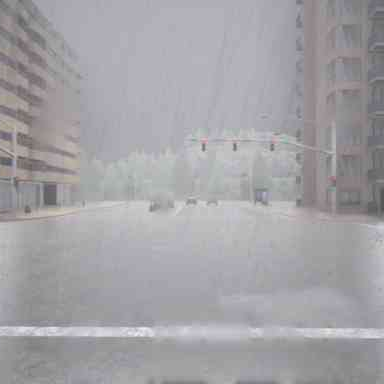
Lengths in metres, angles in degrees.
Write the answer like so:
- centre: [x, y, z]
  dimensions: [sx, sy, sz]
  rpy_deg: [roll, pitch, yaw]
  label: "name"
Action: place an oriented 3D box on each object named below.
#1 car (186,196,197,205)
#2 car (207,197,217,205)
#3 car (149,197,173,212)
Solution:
- centre: [-0.044, 1.526, 60.052]
  dimensions: [1.812, 1.442, 4.674]
  rpy_deg: [0, 0, 0]
  label: "car"
- centre: [3.700, 1.547, 60.823]
  dimensions: [2.033, 1.411, 5.357]
  rpy_deg: [0, 0, 4]
  label: "car"
- centre: [-3.627, 1.352, 38.321]
  dimensions: [2.097, 1.767, 4.553]
  rpy_deg: [0, 0, 0]
  label: "car"
